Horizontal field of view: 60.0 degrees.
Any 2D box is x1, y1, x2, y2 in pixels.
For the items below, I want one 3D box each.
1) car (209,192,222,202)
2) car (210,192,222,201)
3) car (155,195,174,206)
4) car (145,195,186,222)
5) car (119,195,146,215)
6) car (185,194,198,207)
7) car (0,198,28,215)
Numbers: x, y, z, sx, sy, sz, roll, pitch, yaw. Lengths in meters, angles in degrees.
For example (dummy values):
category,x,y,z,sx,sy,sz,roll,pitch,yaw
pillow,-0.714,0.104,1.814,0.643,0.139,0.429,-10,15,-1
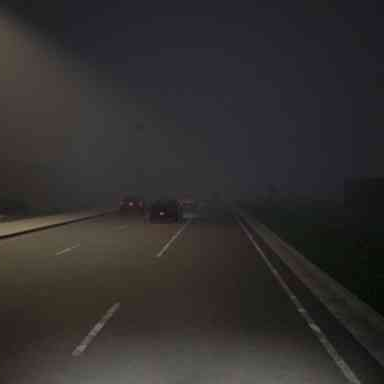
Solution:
category,x,y,z,sx,sy,sz,roll,pitch,yaw
car,4.070,0.803,56.862,2.097,1.767,4.553,0,1,4
car,4.752,0.855,65.952,2.128,1.511,4.902,0,1,4
car,-3.719,1.110,45.616,1.994,1.385,4.181,0,0,4
car,-1.789,1.237,24.199,1.882,1.535,5.008,0,1,4
car,-4.894,1.052,29.628,2.097,1.767,4.553,0,0,4
car,-0.354,1.052,43.367,1.882,1.535,5.008,0,0,4
car,-16.610,1.241,29.824,1.994,1.385,4.181,0,1,4
